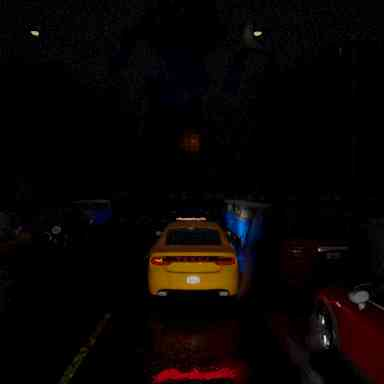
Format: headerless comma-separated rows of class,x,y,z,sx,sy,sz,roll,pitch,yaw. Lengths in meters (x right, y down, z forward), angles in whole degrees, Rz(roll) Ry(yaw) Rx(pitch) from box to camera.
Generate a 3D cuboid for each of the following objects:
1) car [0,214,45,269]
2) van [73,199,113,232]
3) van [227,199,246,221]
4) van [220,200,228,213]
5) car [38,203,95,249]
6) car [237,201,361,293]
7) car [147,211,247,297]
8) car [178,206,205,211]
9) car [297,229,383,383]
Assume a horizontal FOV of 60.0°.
car,-5.807,1.525,8.593,1.752,1.417,4.829,0,0,0
van,-5.865,1.343,19.638,1.690,1.788,3.998,0,0,0
van,2.688,1.342,14.245,1.690,1.788,3.998,0,0,0
van,2.660,1.343,19.683,1.690,1.788,3.998,0,0,0
car,-5.836,1.441,14.200,1.967,1.590,4.097,0,0,0
car,2.717,1.315,8.808,2.192,1.841,5.009,0,0,0
car,0.039,1.478,8.635,1.882,1.535,5.008,0,0,0
car,-0.048,1.493,18.137,2.128,1.511,4.902,0,0,0
car,2.746,1.440,3.370,1.967,1.590,4.097,0,0,0
